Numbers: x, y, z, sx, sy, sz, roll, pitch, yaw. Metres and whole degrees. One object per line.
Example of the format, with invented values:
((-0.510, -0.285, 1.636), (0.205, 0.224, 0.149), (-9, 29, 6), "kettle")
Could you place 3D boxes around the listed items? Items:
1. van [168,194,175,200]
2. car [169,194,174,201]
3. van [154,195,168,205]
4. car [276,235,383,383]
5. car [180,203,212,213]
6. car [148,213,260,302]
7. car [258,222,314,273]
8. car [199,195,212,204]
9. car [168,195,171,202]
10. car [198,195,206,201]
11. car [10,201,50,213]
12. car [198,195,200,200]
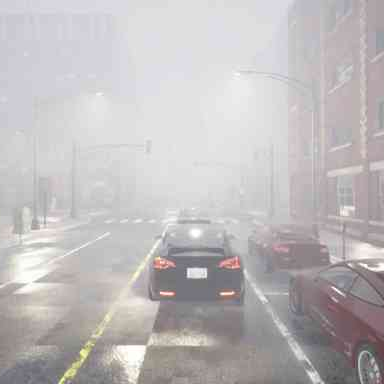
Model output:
((-5.756, 1.375, 93.490), (1.690, 1.788, 3.998), (1, 0, 0), "van")
((-5.745, 1.607, 76.533), (1.802, 1.307, 4.206), (1, 0, 0), "car")
((-5.727, 1.359, 59.576), (1.690, 1.788, 3.998), (1, 0, 0), "van")
((2.663, 1.583, 4.635), (1.802, 1.307, 4.206), (1, 0, 0), "car")
((0.086, 1.552, 17.608), (2.033, 1.411, 5.357), (0, 0, -1), "car")
((0.093, 1.506, 8.336), (2.163, 1.488, 4.792), (0, 0, 0), "car")
((2.829, 1.585, 10.291), (1.802, 1.307, 4.206), (1, 0, 0), "car")
((2.650, 1.543, 59.714), (1.752, 1.417, 4.829), (1, 0, 0), "car")
((-5.735, 1.602, 65.228), (1.802, 1.307, 4.206), (1, 0, 0), "car")
((2.626, 1.596, 87.806), (1.947, 1.339, 4.313), (1, 0, 0), "car")
((-18.744, 1.729, 38.655), (4.313, 1.339, 1.947), (0, -1, 0), "car")
((2.631, 1.572, 82.155), (1.887, 1.381, 4.507), (1, 0, 0), "car")
